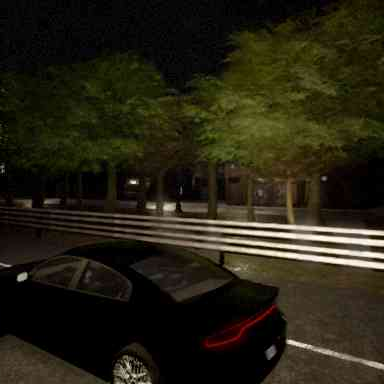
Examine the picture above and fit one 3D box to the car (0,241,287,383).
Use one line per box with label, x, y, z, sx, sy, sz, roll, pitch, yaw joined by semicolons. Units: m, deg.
car;-1.202;1.466;4.847;5.008;1.535;1.882;0;0;35
